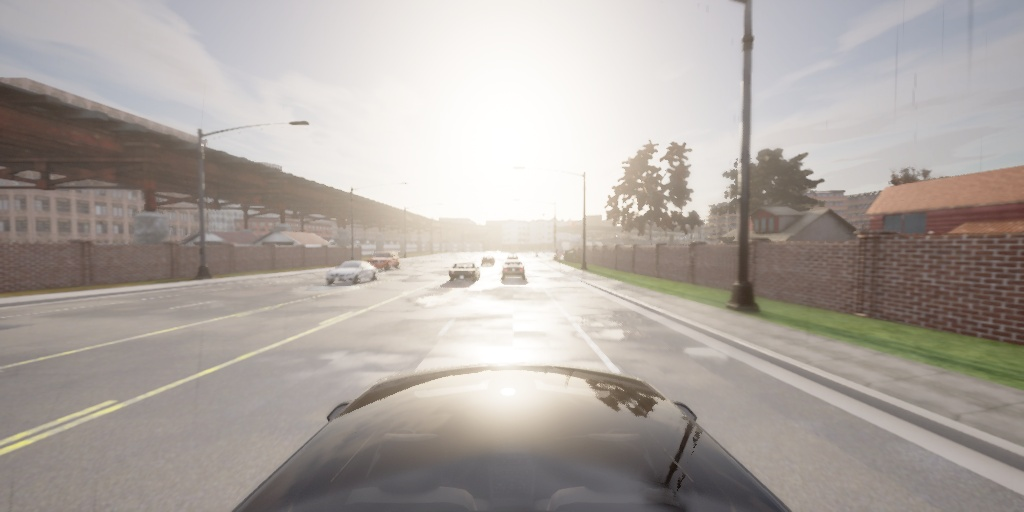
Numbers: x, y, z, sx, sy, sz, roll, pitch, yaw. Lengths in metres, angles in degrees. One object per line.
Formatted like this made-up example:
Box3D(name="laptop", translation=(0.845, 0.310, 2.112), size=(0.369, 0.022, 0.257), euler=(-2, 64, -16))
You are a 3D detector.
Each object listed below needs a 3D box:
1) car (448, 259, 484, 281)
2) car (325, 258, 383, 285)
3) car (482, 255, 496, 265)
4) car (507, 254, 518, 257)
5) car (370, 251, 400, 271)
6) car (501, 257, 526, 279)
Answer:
Box3D(name="car", translation=(-3.387, 1.106, 26.421), size=(1.895, 1.301, 4.718), euler=(0, 1, 0))
Box3D(name="car", translation=(-10.563, 1.059, 23.975), size=(1.812, 1.442, 4.674), euler=(0, 1, 0))
Box3D(name="car", translation=(-3.373, 0.549, 51.945), size=(1.895, 1.301, 4.718), euler=(0, 2, 0))
Box3D(name="car", translation=(0.132, 0.339, 58.513), size=(1.895, 1.301, 4.718), euler=(0, 2, 0))
Box3D(name="car", translation=(-14.002, 0.512, 39.169), size=(2.150, 2.045, 5.566), euler=(0, 1, 0))
Box3D(name="car", translation=(0.114, 1.023, 28.697), size=(2.033, 1.411, 5.357), euler=(0, 1, 0))
